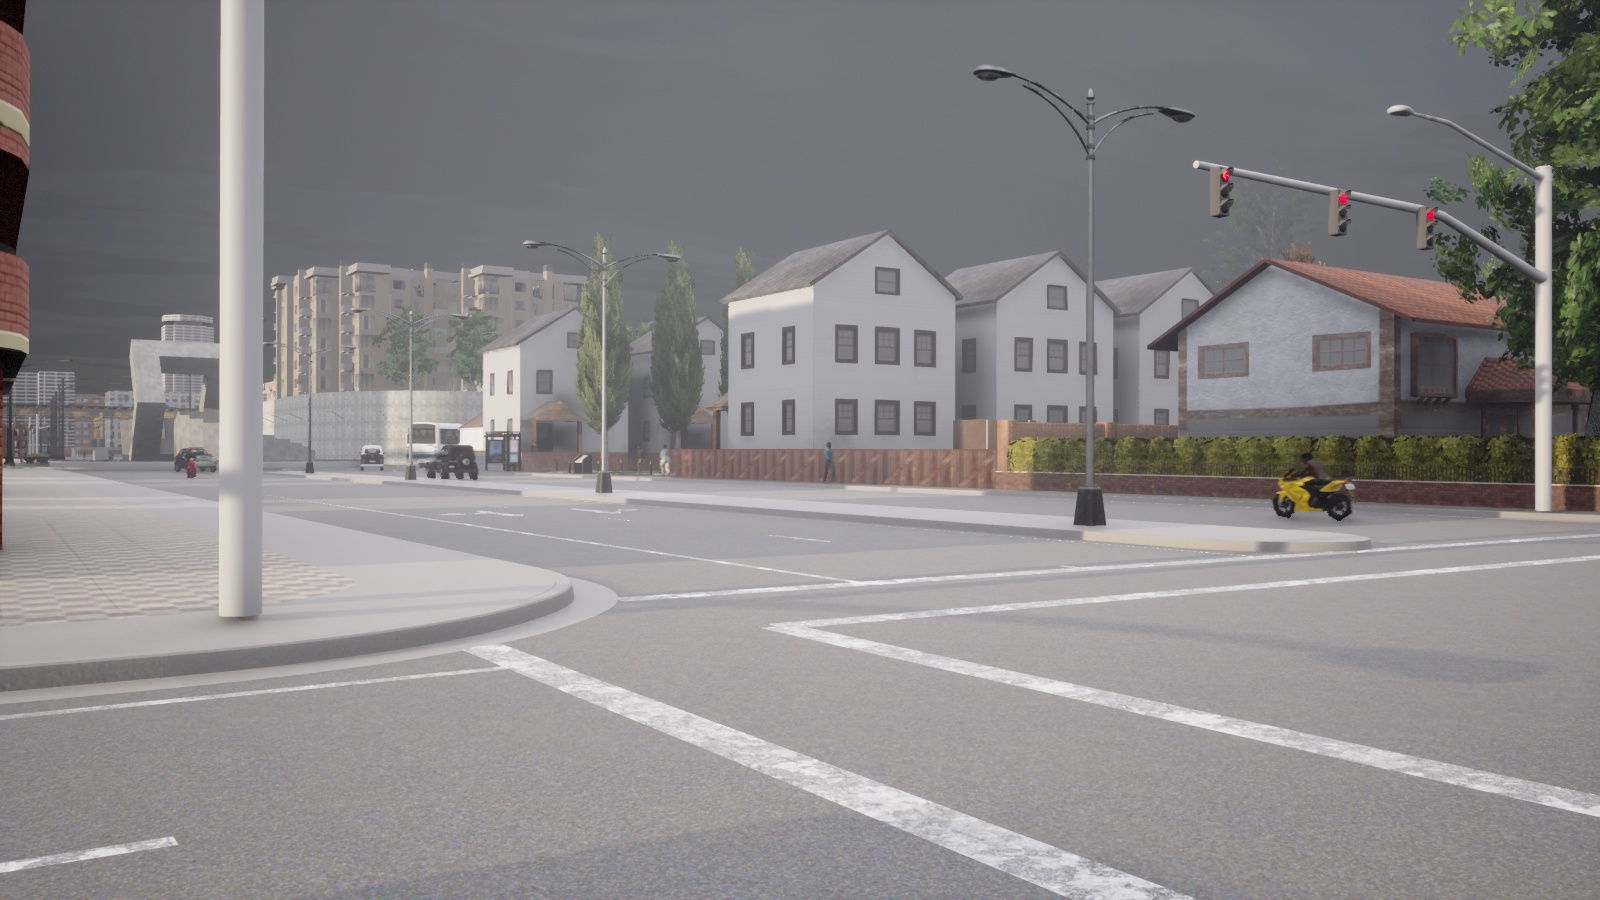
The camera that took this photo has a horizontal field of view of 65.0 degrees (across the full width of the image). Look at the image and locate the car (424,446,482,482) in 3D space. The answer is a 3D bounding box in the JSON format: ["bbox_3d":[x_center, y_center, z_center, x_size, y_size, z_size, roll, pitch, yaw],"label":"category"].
[{"bbox_3d":[-18.796,0.747,67.887,1.905,1.878,3.866,0,0,-33],"label":"car"}]

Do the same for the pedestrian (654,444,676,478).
[{"bbox_3d":[-7.345,0.583,68.283,0.874,1.855,0.900,0,0,-30],"label":"pedestrian"}]

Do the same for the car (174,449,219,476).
[{"bbox_3d":[-43.007,0.872,89.444,1.932,1.855,4.605,0,0,-39],"label":"car"}]

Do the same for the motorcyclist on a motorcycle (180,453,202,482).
[{"bbox_3d":[-33.841,0.941,69.782,0.866,1.590,1.817,0,0,-34],"label":"motorcyclist on a motorcycle"}]

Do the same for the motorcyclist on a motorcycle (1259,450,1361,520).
[{"bbox_3d":[11.497,0.772,28.392,0.797,1.523,2.044,0,0,-33],"label":"motorcyclist on a motorcycle"}]

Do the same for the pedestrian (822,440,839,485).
[{"bbox_3d":[1.294,0.529,53.752,0.396,1.930,0.692,0,0,-34],"label":"pedestrian"}]
